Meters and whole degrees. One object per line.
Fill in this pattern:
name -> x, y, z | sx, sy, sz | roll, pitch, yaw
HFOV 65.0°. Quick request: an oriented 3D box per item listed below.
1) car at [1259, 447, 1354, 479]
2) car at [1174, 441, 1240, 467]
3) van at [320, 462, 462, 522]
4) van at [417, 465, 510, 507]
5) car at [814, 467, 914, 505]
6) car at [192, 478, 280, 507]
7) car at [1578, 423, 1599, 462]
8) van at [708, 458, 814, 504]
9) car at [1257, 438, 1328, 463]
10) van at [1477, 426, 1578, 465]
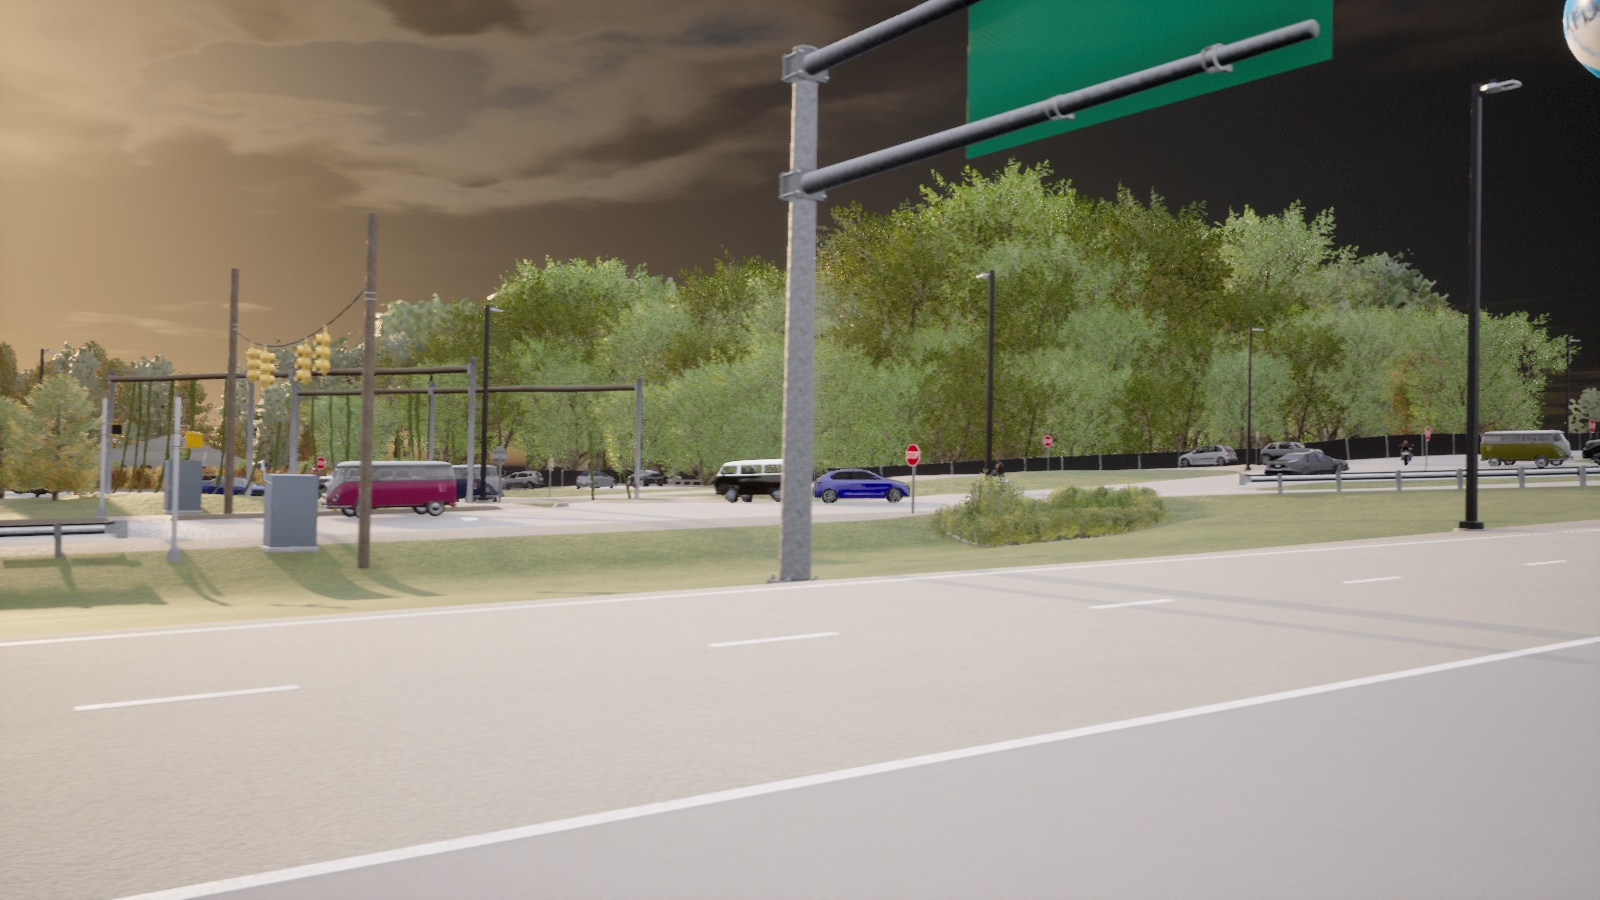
car -> 27.129, 0.659, 67.194 | 5.357, 1.411, 2.033 | -4, 2, -34
car -> 29.085, 0.310, 89.806 | 3.988, 1.617, 1.851 | -3, -3, 44
van -> -14.470, 1.436, 44.551 | 4.442, 1.987, 1.775 | -1, 0, -35
van -> -16.586, 1.792, 61.892 | 4.442, 1.987, 1.775 | -2, -2, 29
car -> 2.705, 1.525, 53.796 | 4.193, 1.474, 1.816 | -1, 0, 0
car -> -31.405, 2.369, 69.913 | 5.008, 1.535, 1.882 | -1, -2, 30
car -> 45.037, -0.456, 67.034 | 2.150, 2.045, 5.566 | -3, 1, -44
van -> -1.842, 1.478, 59.151 | 4.480, 2.038, 2.069 | -2, -2, 25
car -> 32.190, 0.035, 82.189 | 3.806, 1.475, 1.970 | -3, -1, 42
van -> 39.849, -0.250, 68.874 | 1.775, 1.987, 4.442 | -3, 2, -31
